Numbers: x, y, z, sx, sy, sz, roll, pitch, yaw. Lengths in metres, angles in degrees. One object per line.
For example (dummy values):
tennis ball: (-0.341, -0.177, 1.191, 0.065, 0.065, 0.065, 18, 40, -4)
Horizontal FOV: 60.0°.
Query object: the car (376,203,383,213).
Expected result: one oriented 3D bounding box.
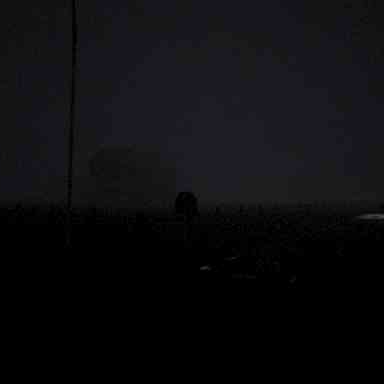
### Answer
car: (24.681, 2.037, 42.228, 1.895, 1.301, 4.718, 0, -1, 35)
